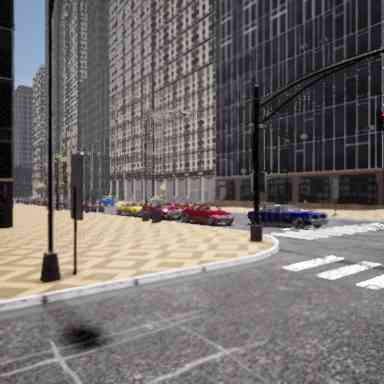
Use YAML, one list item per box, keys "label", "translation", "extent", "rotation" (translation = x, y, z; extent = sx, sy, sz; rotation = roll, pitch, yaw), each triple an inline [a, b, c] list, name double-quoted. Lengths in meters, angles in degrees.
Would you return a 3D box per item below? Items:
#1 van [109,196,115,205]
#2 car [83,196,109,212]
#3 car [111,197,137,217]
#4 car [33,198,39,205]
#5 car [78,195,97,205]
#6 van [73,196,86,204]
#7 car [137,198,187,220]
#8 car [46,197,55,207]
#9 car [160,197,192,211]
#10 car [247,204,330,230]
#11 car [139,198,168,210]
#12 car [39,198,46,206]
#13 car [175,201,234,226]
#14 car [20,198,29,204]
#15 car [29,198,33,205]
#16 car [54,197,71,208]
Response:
- label: "van"
  translation: [-15.000, 1.564, 59.046]
  extent: [1.690, 1.788, 3.998]
  rotation: [-1, 0, -35]
- label: "car"
  translation: [-12.102, 1.502, 40.270]
  extent: [1.967, 1.590, 4.097]
  rotation: [-1, 0, -35]
- label: "car"
  translation: [-5.492, 1.478, 30.813]
  extent: [1.752, 1.417, 4.829]
  rotation: [-1, 0, -35]
- label: "car"
  translation: [-28.379, 1.882, 63.561]
  extent: [2.008, 1.369, 4.403]
  rotation: [-1, 0, -35]
- label: "car"
  translation: [-21.512, 1.646, 68.363]
  extent: [2.192, 1.841, 5.009]
  rotation: [-1, 0, -35]
- label: "van"
  translation: [-24.767, 1.725, 73.021]
  extent: [1.690, 1.788, 3.998]
  rotation: [-1, 0, -35]
- label: "car"
  translation: [-2.335, 1.341, 26.294]
  extent: [1.967, 1.590, 4.097]
  rotation: [-1, 0, -35]
- label: "car"
  translation: [-21.867, 1.789, 54.245]
  extent: [1.947, 1.339, 4.313]
  rotation: [-1, 0, -35]
- label: "car"
  translation: [-1.977, 1.448, 40.412]
  extent: [1.967, 1.590, 4.097]
  rotation: [-1, 0, -35]
- label: "car"
  translation: [5.582, 1.408, 19.678]
  extent: [1.895, 1.301, 4.718]
  rotation: [0, -1, -35]
- label: "car"
  translation: [-5.328, 1.588, 45.209]
  extent: [1.752, 1.417, 4.829]
  rotation: [-1, 0, -35]
- label: "car"
  translation: [-25.122, 1.822, 58.903]
  extent: [1.887, 1.381, 4.507]
  rotation: [-1, 0, -35]
- label: "car"
  translation: [0.923, 1.429, 21.635]
  extent: [1.802, 1.307, 4.206]
  rotation: [-1, 0, -35]
- label: "car"
  translation: [-38.145, 2.043, 77.537]
  extent: [2.008, 1.369, 4.403]
  rotation: [-1, 0, -35]
- label: "car"
  translation: [-31.633, 1.967, 68.220]
  extent: [1.802, 1.307, 4.206]
  rotation: [-1, 0, -35]
- label: "car"
  translation: [-18.611, 1.720, 49.586]
  extent: [2.008, 1.369, 4.403]
  rotation: [-1, 0, -35]
